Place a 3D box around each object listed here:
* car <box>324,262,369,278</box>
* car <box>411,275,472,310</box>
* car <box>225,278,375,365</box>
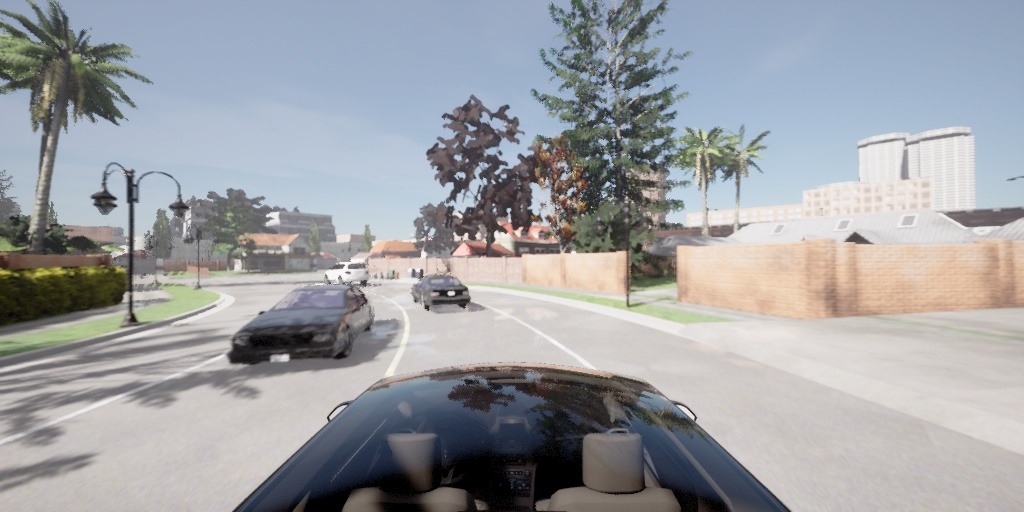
[{"bbox_3d":[-14.671,1.579,31.768,5.566,2.045,2.150,-2,-1,45],"label":"car"},{"bbox_3d":[-3.378,1.561,16.436,2.033,1.411,5.357,0,-1,-23],"label":"car"},{"bbox_3d":[-4.634,1.444,8.853,2.033,1.411,5.357,0,-1,-13],"label":"car"}]
